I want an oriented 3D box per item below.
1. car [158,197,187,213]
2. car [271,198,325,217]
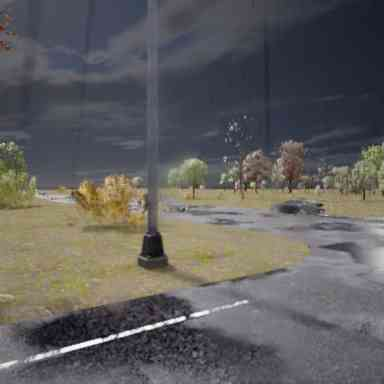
[{"bbox_3d":[-2.407,1.241,32.795,1.837,1.490,4.892,-1,1,-35],"label":"car"},{"bbox_3d":[9.021,1.299,28.720,1.837,1.490,4.892,-1,1,-35],"label":"car"}]
